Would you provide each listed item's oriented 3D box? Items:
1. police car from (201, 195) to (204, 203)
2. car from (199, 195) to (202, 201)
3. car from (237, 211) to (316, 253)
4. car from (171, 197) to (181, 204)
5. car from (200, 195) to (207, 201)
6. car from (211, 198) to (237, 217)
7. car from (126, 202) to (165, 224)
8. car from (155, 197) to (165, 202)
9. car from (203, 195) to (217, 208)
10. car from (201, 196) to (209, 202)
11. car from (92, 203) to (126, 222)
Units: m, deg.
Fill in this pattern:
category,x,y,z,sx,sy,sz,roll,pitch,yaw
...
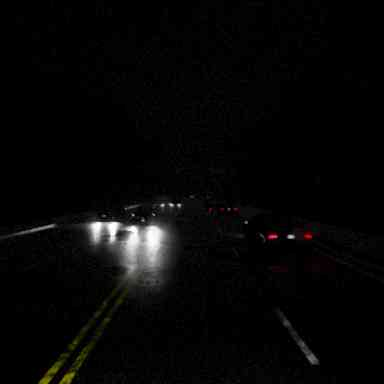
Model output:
category,x,y,z,sx,sy,sz,roll,pitch,yaw
police car,3.255,1.595,62.420,1.930,1.638,5.238,0,0,0
car,3.256,1.783,73.310,1.994,1.385,4.181,0,0,0
car,3.351,1.573,13.752,2.033,1.411,5.357,0,0,0
car,-3.250,1.686,66.642,1.837,1.490,4.892,0,0,0
car,3.258,1.768,95.311,2.033,1.649,4.856,0,0,0
car,3.353,1.620,32.749,2.033,1.411,5.357,0,0,0
car,-3.347,1.654,25.000,1.895,1.301,4.718,0,0,0
car,-6.495,1.718,68.005,1.812,1.442,4.674,0,0,0
car,3.254,1.558,51.309,2.033,1.649,4.856,0,0,0
car,3.257,1.839,84.310,1.994,1.385,4.181,0,0,0
car,-6.595,1.622,26.896,1.994,1.385,4.181,0,0,0
